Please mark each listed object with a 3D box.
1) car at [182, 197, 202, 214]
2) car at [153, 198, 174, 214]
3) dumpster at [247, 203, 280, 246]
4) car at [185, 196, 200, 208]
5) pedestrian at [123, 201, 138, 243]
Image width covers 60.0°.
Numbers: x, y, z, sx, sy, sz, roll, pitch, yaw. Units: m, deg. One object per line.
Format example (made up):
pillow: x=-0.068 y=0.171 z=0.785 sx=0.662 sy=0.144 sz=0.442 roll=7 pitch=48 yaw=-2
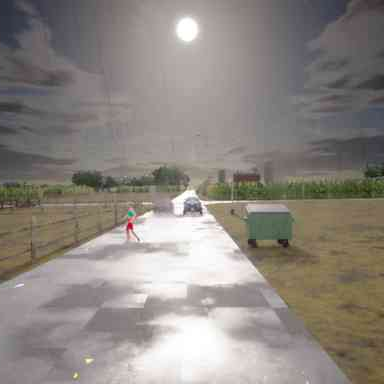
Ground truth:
car: x=0.088 y=1.461 z=33.827 sx=1.812 sy=1.442 sz=4.674 roll=0 pitch=0 yaw=0
car: x=-2.835 y=1.412 z=34.106 sx=1.882 sy=1.535 sz=5.008 roll=0 pitch=0 yaw=0
dumpster: x=3.130 y=1.379 z=14.804 sx=1.020 sy=1.700 sz=1.940 roll=0 pitch=0 yaw=0
car: x=0.073 y=1.381 z=46.065 sx=1.882 sy=1.535 sz=5.008 roll=0 pitch=0 yaw=0
pedestrian: x=-2.647 y=1.279 z=14.340 sx=0.375 sy=1.860 sz=0.375 roll=0 pitch=0 yaw=-15
